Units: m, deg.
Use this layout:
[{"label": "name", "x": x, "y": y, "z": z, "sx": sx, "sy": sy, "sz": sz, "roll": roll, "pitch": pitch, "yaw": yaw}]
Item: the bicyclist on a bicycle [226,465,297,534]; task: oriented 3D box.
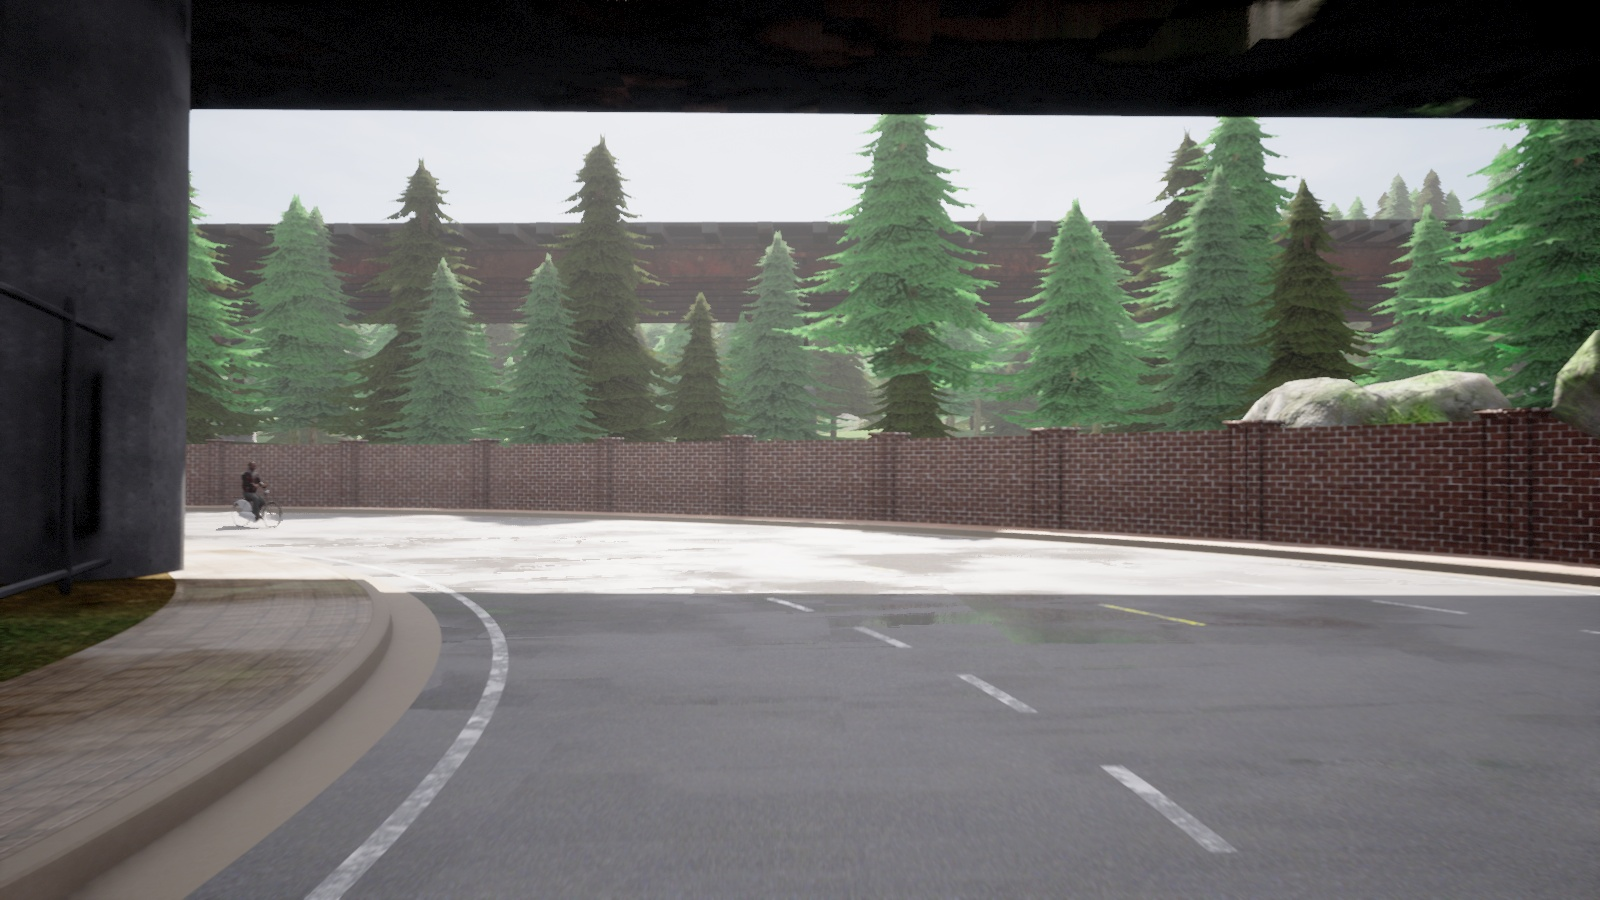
[{"label": "bicyclist on a bicycle", "x": -14.230, "y": 1.298, "z": 33.162, "sx": 1.843, "sy": 1.776, "sz": 0.659, "roll": -1, "pitch": -1, "yaw": 26}]
